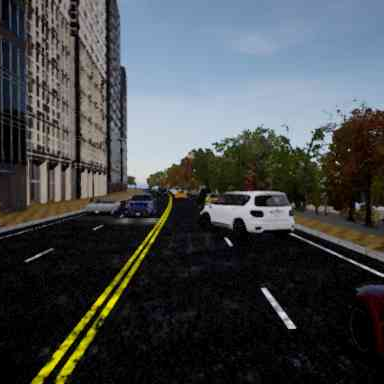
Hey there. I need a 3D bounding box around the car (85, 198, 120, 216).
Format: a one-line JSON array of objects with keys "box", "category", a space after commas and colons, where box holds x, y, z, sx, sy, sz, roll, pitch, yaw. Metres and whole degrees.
[{"box": [-7.097, 1.141, 26.837, 1.895, 1.301, 4.718, 0, 1, -2], "category": "car"}]

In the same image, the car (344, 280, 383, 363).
[{"box": [3.234, 1.506, 3.190, 1.994, 1.385, 4.181, 0, 1, 0], "category": "car"}]

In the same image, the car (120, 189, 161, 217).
[{"box": [-3.800, 0.917, 25.334, 2.097, 1.767, 4.553, 0, 1, -2], "category": "car"}]

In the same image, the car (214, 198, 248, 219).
[{"box": [2.818, 1.163, 25.326, 1.895, 1.301, 4.718, 0, 1, -2], "category": "car"}]

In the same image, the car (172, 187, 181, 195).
[{"box": [-3.579, -0.165, 78.636, 2.150, 2.045, 5.566, 0, 1, -5], "category": "car"}]

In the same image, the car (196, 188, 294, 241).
[{"box": [2.329, 0.956, 15.444, 2.150, 2.045, 5.566, 0, 1, -22], "category": "car"}]

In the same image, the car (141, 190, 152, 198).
[{"box": [-9.182, 0.333, 67.376, 2.033, 1.411, 5.357, 0, 1, -4], "category": "car"}]

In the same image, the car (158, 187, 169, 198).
[{"box": [-5.839, 0.064, 66.159, 2.150, 2.045, 5.566, 0, 1, -4], "category": "car"}]

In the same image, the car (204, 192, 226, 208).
[{"box": [2.409, 0.824, 36.531, 1.801, 1.575, 5.366, 0, 1, -2], "category": "car"}]

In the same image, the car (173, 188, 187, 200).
[{"box": [-1.943, 0.479, 57.270, 1.882, 1.535, 5.008, 0, 1, -3], "category": "car"}]

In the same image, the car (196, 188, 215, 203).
[{"box": [1.886, 0.397, 47.410, 2.150, 2.045, 5.566, 0, 1, -3], "category": "car"}]
